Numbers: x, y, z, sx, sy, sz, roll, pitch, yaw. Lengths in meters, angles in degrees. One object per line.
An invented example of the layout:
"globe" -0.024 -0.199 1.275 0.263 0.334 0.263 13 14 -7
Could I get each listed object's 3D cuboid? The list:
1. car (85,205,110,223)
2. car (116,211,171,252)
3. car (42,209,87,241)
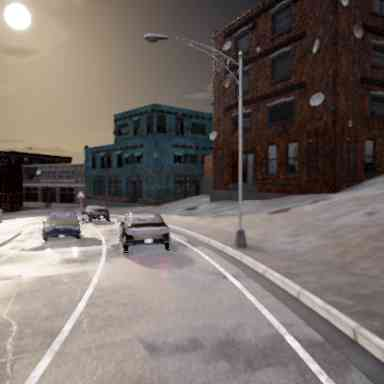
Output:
"car" -8.973 1.958 30.570 1.837 1.490 4.892 -1 -1 -30
"car" -2.148 1.575 14.346 2.128 1.511 4.902 -1 0 -14
"car" -7.123 1.781 18.420 2.033 1.411 5.357 -1 -1 -20
